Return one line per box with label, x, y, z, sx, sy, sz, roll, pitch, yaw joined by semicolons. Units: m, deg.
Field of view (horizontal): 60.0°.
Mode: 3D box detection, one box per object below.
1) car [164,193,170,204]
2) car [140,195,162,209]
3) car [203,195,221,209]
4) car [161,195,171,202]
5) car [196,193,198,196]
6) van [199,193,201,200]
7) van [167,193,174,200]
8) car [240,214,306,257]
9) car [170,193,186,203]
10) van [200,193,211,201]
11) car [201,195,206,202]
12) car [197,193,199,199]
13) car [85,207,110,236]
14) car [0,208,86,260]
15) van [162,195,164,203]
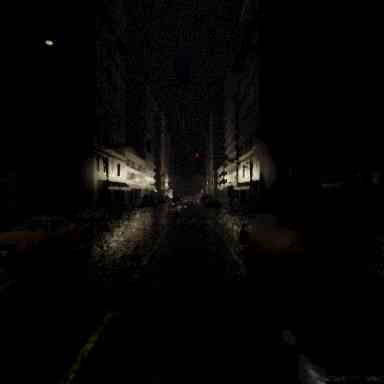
car;-5.664;1.373;61.303;1.967;1.590;4.097;0;0;0
car;-5.666;1.263;44.799;2.192;1.841;5.009;0;0;0
car;2.861;1.493;44.798;1.887;1.381;4.507;0;0;0
car;-5.662;1.363;72.306;1.967;1.590;4.097;0;0;0
car;2.866;1.486;94.310;1.802;1.307;4.206;0;0;0
van;2.863;1.264;72.305;1.690;1.788;3.998;0;0;0
van;-5.661;1.249;88.811;1.690;1.788;3.998;0;0;0
car;2.857;1.508;12.668;1.752;1.417;4.829;0;0;0
car;-2.993;1.151;68.381;2.150;2.045;5.566;0;0;0
van;2.862;1.274;61.302;1.690;1.788;3.998;0;0;0
car;2.861;1.509;50.299;1.947;1.339;4.313;0;0;0
car;2.864;1.495;83.308;1.802;1.307;4.206;0;0;0
car;-5.667;1.526;18.025;2.008;1.369;4.403;0;0;0
car;-5.668;1.508;12.330;1.752;1.417;4.829;0;0;0
van;-5.665;1.284;50.300;1.690;1.788;3.998;0;0;0
